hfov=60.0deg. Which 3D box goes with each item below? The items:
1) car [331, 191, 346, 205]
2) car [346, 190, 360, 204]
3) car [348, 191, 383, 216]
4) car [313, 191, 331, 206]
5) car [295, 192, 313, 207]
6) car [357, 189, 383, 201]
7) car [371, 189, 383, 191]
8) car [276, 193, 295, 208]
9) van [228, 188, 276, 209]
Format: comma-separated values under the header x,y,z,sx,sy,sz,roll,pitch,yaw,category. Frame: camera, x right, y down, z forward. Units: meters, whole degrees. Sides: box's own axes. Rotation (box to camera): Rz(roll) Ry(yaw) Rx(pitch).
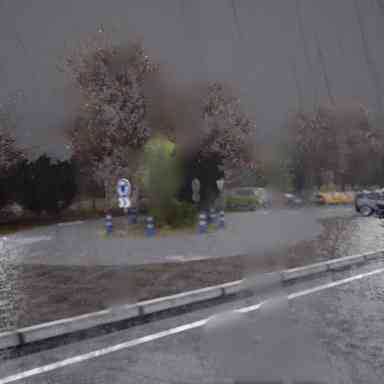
x,y,z,sx,sy,sz,roll,pitch,yaw,category
14.409,0.712,38.386,1.946,1.575,5.366,-1,1,-35,car
16.699,0.665,39.989,1.946,1.575,5.366,-1,1,-35,car
12.954,0.864,21.142,2.163,1.488,4.792,-1,0,-35,car
12.212,0.783,36.658,2.163,1.488,4.792,-1,0,-35,car
9.841,0.824,34.967,2.002,1.452,4.674,-1,0,-35,car
25.946,0.372,46.225,2.231,1.521,4.892,-2,1,-35,car
21.270,0.542,42.955,2.097,1.535,5.008,-2,1,-35,car
7.559,0.845,33.370,2.002,1.452,4.674,-1,0,-35,car
5.442,0.602,31.730,1.878,1.987,4.442,-1,1,-35,van
